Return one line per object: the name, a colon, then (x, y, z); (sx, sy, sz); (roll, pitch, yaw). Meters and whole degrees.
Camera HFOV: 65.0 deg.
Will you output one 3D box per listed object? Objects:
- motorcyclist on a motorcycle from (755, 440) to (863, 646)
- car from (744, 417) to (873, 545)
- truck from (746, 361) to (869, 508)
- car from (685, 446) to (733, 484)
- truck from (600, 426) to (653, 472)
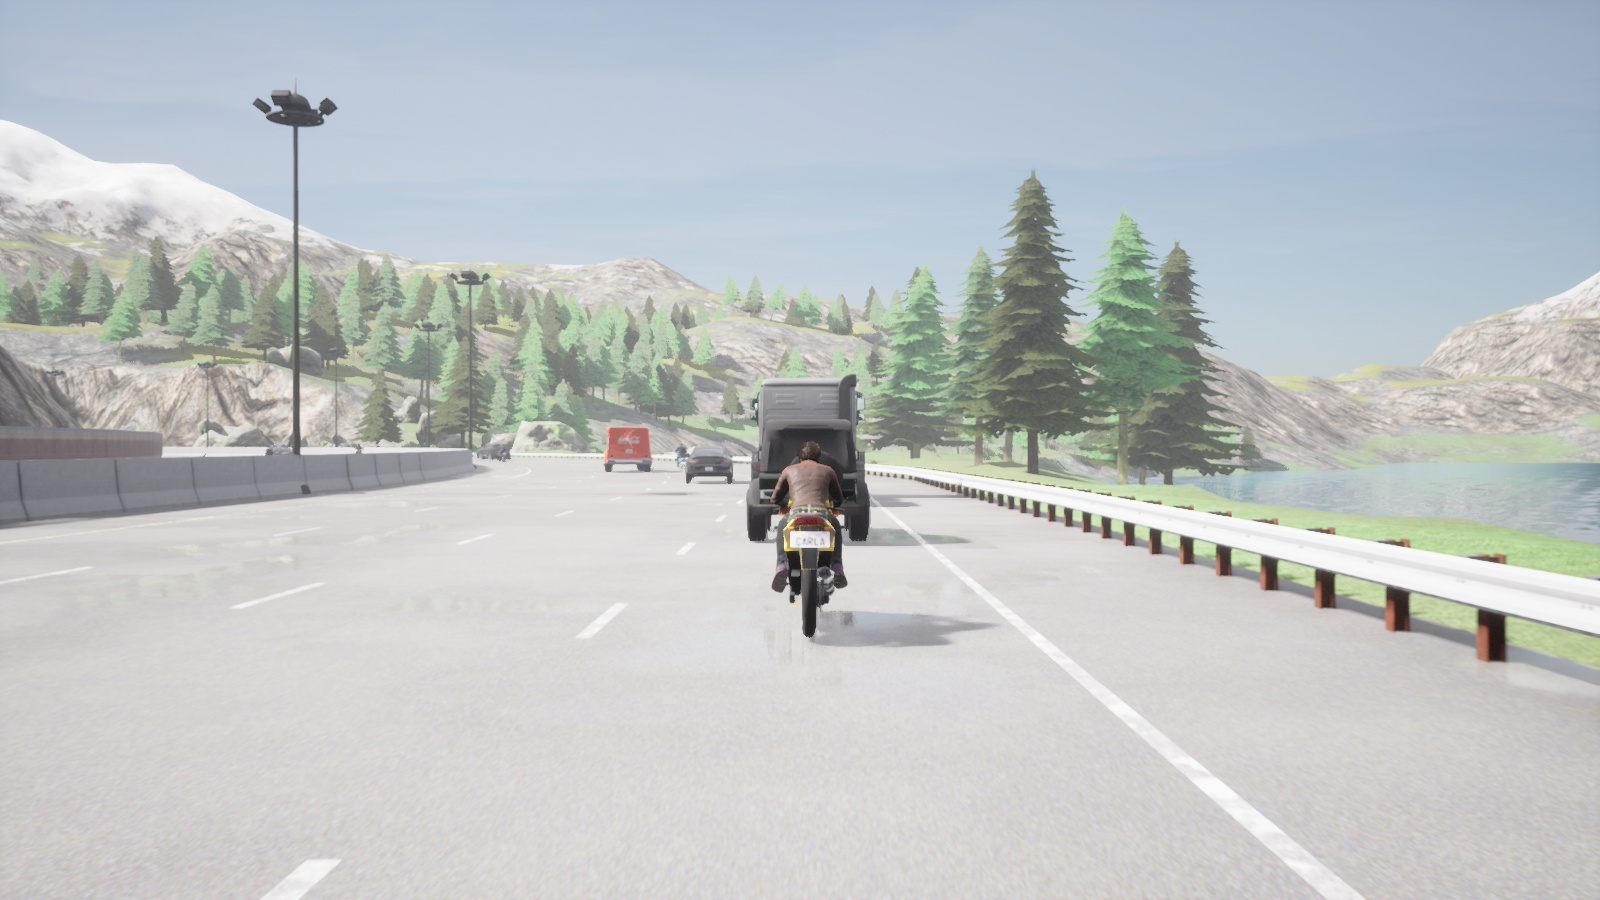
motorcyclist on a motorcycle: (0.073, 0.683, 10.307); (0.797, 1.523, 2.044); (0, 0, 0)
car: (0.131, 0.451, 20.483); (1.905, 1.878, 3.866); (0, 0, 0)
truck: (0.204, -0.385, 33.544); (2.891, 3.462, 7.936); (0, 0, 0)
car: (-3.608, 0.546, 50.099); (1.812, 1.442, 4.674); (0, 0, -4)
truck: (-9.709, -0.060, 69.947); (2.627, 2.467, 5.204); (0, 0, -11)
